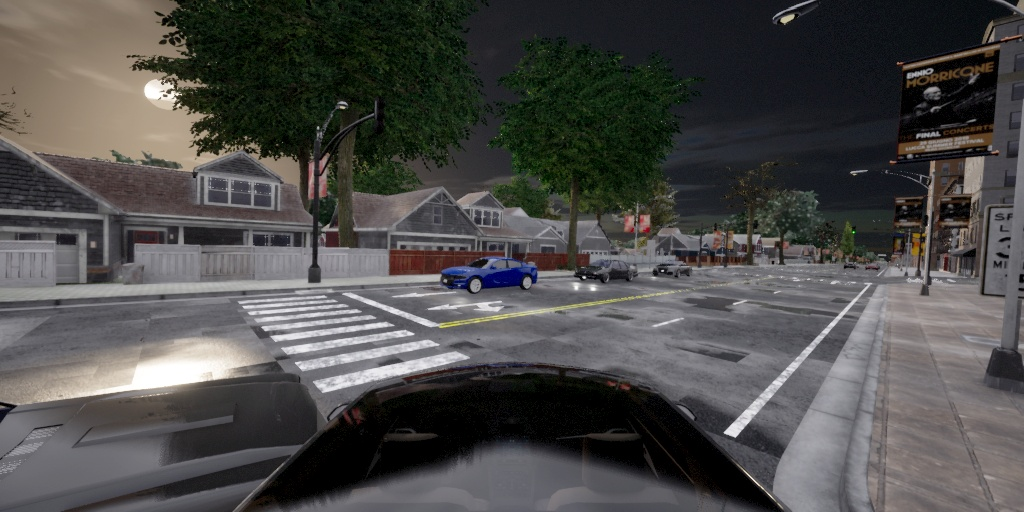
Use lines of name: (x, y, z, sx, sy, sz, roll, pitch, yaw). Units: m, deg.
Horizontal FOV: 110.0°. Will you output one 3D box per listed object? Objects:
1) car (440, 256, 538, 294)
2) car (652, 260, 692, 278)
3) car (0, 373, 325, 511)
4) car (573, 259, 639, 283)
car: (-0.943, 0.779, 16.588, 5.008, 1.535, 1.882, 1, 2, -43)
car: (13.580, 1.031, 30.261, 4.181, 1.385, 1.994, 1, 2, -44)
car: (-3.318, 1.272, 1.430, 4.718, 1.301, 1.895, 1, 2, -33)
car: (6.303, 0.930, 23.424, 5.357, 1.411, 2.033, 1, 2, -43)
